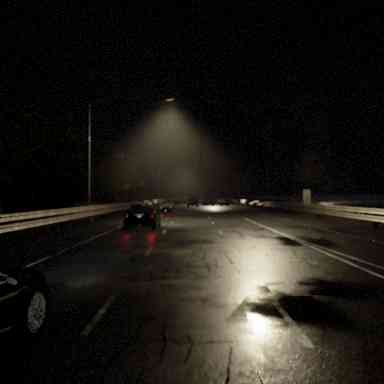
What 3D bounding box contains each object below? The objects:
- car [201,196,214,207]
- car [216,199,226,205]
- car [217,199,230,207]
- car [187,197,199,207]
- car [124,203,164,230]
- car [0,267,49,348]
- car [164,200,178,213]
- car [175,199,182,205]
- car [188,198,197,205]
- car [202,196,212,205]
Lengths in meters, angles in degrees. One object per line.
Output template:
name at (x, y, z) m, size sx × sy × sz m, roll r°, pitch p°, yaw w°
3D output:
car at (3.544, 2.200, 71.210) m, size 2.097 × 1.767 × 4.553 m, roll 0°, pitch -1°, yaw 0°
car at (7.050, 2.351, 81.241) m, size 2.033 × 1.411 × 5.357 m, roll 0°, pitch -1°, yaw 0°
car at (7.044, 2.441, 71.265) m, size 1.895 × 1.301 × 4.718 m, roll 0°, pitch -1°, yaw 0°
car at (0.140, 2.019, 66.611) m, size 2.150 × 2.045 × 5.566 m, roll 0°, pitch 0°, yaw 0°
car at (-3.385, 1.628, 23.505) m, size 2.097 × 1.767 × 4.553 m, roll 0°, pitch -1°, yaw 0°
car at (-3.398, 1.534, 3.874) m, size 2.128 × 1.511 × 4.902 m, roll 0°, pitch -1°, yaw 0°
car at (-3.375, 2.136, 45.125) m, size 1.895 × 1.301 × 4.718 m, roll 0°, pitch -1°, yaw 0°
car at (-3.451, 2.445, 80.409) m, size 1.882 × 1.535 × 5.008 m, roll 0°, pitch -1°, yaw 0°
car at (0.049, 2.336, 81.417) m, size 2.097 × 1.767 × 4.553 m, roll 0°, pitch -1°, yaw 0°
car at (3.550, 2.037, 81.277) m, size 2.150 × 2.045 × 5.566 m, roll 0°, pitch -1°, yaw 0°
